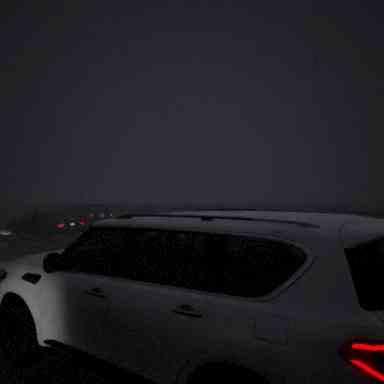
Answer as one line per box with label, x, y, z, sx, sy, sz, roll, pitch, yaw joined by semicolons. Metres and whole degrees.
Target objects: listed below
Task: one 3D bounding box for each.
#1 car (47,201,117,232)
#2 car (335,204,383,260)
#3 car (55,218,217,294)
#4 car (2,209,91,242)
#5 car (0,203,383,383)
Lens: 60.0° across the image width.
car;-7.371;1.543;22.141;4.553;1.767;2.097;-1;0;35
car;7.596;1.356;11.471;4.553;1.767;2.097;-1;0;35
car;-1.752;1.595;9.539;4.674;1.442;1.812;-1;0;35
car;-8.122;1.722;18.379;5.357;1.411;2.033;-1;0;35
car;-0.285;1.248;4.195;5.566;2.045;2.150;-1;0;35
